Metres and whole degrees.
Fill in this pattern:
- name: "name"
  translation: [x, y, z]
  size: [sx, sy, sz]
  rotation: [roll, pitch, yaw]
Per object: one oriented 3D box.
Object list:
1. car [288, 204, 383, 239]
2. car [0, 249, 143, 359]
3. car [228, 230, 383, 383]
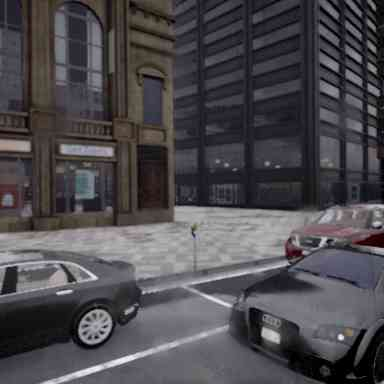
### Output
- name: "car"
  translation: [5.108, 1.321, 10.312]
  size: [5.009, 1.841, 2.192]
  rotation: [0, -1, -36]
- name: "car"
  translation: [-2.844, 1.552, 4.632]
  size: [4.403, 1.369, 2.008]
  rotation: [0, -1, -36]
- name: "car"
  translation: [2.585, 1.567, 5.214]
  size: [4.181, 1.385, 1.994]
  rotation: [0, 0, -35]
